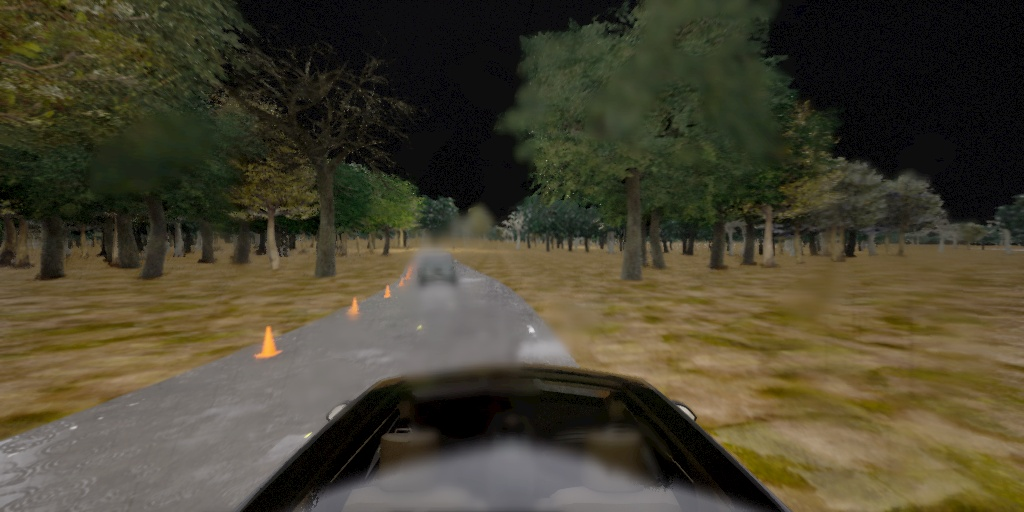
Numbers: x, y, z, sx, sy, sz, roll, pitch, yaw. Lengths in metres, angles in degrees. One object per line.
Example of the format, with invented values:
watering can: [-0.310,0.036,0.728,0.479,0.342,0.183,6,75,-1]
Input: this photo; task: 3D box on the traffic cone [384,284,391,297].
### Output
traffic cone: [-5.958,1.659,17.206,0.340,0.580,0.340,0,0,-8]

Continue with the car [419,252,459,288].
car: [-4.591,0.800,22.716,2.150,2.045,5.566,-1,1,-10]

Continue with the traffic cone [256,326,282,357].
traffic cone: [-5.068,1.761,7.486,0.340,0.580,0.340,0,0,-3]

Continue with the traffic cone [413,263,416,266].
traffic cone: [-10.026,1.235,36.487,0.340,0.580,0.340,0,0,-14]

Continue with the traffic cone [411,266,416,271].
traffic cone: [-8.846,1.371,31.629,0.340,0.580,0.340,0,0,-14]

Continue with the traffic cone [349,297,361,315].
traffic cone: [-5.407,1.719,12.356,0.340,0.580,0.340,0,0,-5]

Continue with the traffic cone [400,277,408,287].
traffic cone: [-6.719,1.581,22.028,0.340,0.580,0.340,0,0,-10]

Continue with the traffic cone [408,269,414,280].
traffic cone: [-7.691,1.486,26.812,0.340,0.580,0.340,0,0,-13]
